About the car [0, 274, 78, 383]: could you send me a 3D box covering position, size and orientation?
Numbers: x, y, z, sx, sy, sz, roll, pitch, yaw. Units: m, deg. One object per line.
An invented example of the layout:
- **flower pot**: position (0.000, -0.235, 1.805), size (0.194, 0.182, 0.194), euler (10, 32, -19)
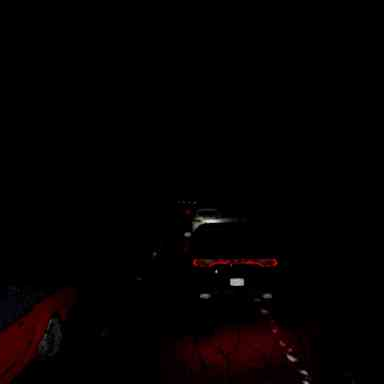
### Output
- **car**: position (-2.749, 1.610, 3.092), size (1.895, 1.301, 4.718), euler (0, 0, 0)

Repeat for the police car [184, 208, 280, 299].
- **police car**: position (0.824, 1.450, 8.658), size (1.930, 1.638, 5.238), euler (0, 0, 0)

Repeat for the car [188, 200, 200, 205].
- **car**: position (0.821, 1.580, 24.548), size (1.837, 1.490, 4.892), euler (0, 0, 0)

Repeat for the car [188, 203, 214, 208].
- **car**: position (0.822, 1.581, 18.548), size (1.812, 1.442, 4.674), euler (0, 0, 0)

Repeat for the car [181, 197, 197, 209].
- **car**: position (0.031, 1.648, 46.022), size (2.128, 1.511, 4.902), euler (0, 0, 0)

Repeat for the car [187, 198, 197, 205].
- **car**: position (-0.010, 1.848, 65.102), size (1.895, 1.301, 4.718), euler (0, 0, 0)

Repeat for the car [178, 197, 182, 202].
- **car**: position (-2.763, 1.926, 89.498), size (2.033, 1.411, 5.357), euler (0, 0, 0)
